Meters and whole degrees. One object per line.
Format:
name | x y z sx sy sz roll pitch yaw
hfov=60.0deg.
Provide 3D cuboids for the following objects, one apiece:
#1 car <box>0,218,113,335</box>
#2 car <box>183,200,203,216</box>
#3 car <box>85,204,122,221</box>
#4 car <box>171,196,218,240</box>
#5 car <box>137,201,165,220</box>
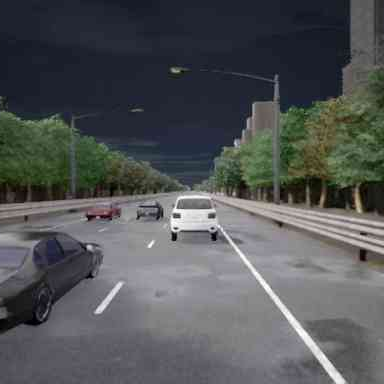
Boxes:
car | -3.396 1.540 6.971 2.033 1.411 5.357 0 0 0
car | 0.110 1.563 33.482 1.895 1.301 4.718 0 0 0
car | -6.893 1.572 26.585 1.895 1.301 4.718 0 0 0
car | 0.106 1.202 17.100 2.150 2.045 5.566 0 0 0
car | -3.392 1.461 27.662 2.128 1.511 4.902 0 0 0
